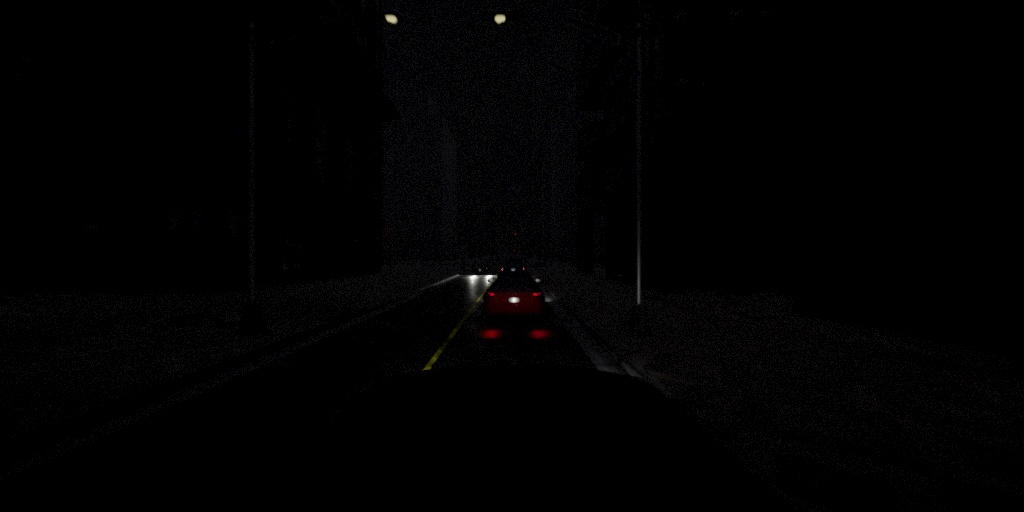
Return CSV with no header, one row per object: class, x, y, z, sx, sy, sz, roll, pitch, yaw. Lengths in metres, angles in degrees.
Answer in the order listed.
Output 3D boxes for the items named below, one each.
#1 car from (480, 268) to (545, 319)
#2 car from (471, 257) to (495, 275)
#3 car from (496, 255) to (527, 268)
car,0.080,1.281,12.709,1.994,1.385,4.181,0,0,1
car,-3.090,1.133,37.054,1.837,1.490,4.892,0,0,0
car,0.082,1.015,28.230,2.097,1.767,4.553,0,0,0
